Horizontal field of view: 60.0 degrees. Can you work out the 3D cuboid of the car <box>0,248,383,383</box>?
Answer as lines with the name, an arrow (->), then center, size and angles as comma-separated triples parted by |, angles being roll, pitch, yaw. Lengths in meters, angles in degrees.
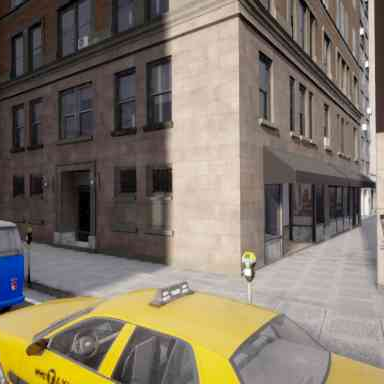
car -> -0.391, 1.526, 3.139 | 4.829, 1.417, 1.752 | 0, -1, 36

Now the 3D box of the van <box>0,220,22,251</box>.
van -> -4.865, 1.342, 6.344 | 3.998, 1.788, 1.690 | 0, -1, 36
